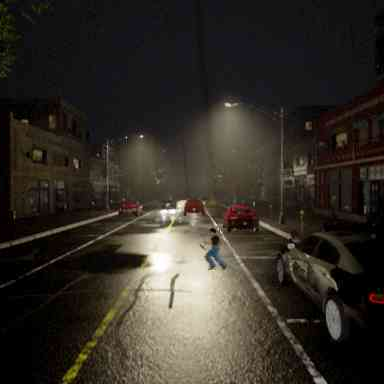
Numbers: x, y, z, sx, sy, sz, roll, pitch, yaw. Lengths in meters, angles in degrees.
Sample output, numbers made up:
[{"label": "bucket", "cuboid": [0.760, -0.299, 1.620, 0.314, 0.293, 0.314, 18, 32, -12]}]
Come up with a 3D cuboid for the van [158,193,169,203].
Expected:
[{"label": "van", "cuboid": [-5.426, 1.202, 63.876, 1.690, 1.788, 3.998, 0, 0, 0]}]

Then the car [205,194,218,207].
[{"label": "car", "cuboid": [2.887, 1.423, 47.380, 1.752, 1.417, 4.829, -1, 0, 0]}]

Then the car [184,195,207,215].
[{"label": "car", "cuboid": [0.213, 1.407, 32.355, 1.882, 1.535, 5.008, 0, 0, 0]}]

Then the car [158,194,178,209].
[{"label": "car", "cuboid": [-2.913, 1.398, 42.884, 2.128, 1.511, 4.902, 0, 0, 0]}]

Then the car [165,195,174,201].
[{"label": "car", "cuboid": [-5.354, 1.406, 80.509, 1.802, 1.307, 4.206, 0, 0, 0]}]

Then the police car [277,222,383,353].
[{"label": "police car", "cuboid": [3.026, 1.412, 6.458, 1.930, 1.638, 5.238, 0, 0, 0]}]

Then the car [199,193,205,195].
[{"label": "car", "cuboid": [2.980, 1.394, 69.385, 1.887, 1.381, 4.507, -1, 0, 0]}]

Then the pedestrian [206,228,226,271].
[{"label": "pedestrian", "cuboid": [0.670, 1.555, 9.349, 0.375, 1.300, 0.375, -1, 1, -3]}]

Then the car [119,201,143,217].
[{"label": "car", "cuboid": [-5.564, 1.516, 30.613, 1.802, 1.307, 4.206, 0, 0, 0]}]

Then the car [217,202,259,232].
[{"label": "car", "cuboid": [2.769, 1.503, 19.490, 1.887, 1.381, 4.507, -1, 0, 0]}]

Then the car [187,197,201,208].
[{"label": "car", "cuboid": [0.282, 1.459, 47.996, 1.994, 1.385, 4.181, 0, 0, 0]}]

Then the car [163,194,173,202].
[{"label": "car", "cuboid": [-5.378, 1.277, 74.964, 1.967, 1.590, 4.097, 0, 0, 0]}]
